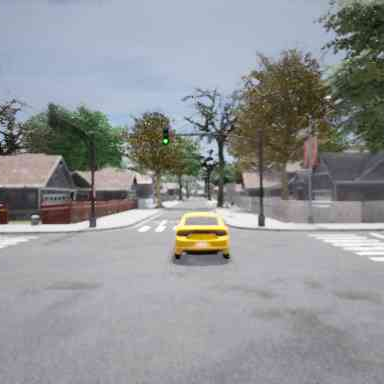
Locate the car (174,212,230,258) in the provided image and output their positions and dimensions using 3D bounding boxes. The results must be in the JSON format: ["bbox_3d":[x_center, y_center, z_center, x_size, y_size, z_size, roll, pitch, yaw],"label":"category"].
[{"bbox_3d":[0.355,1.535,13.022,1.882,1.535,5.008,-1,0,1],"label":"car"}]
